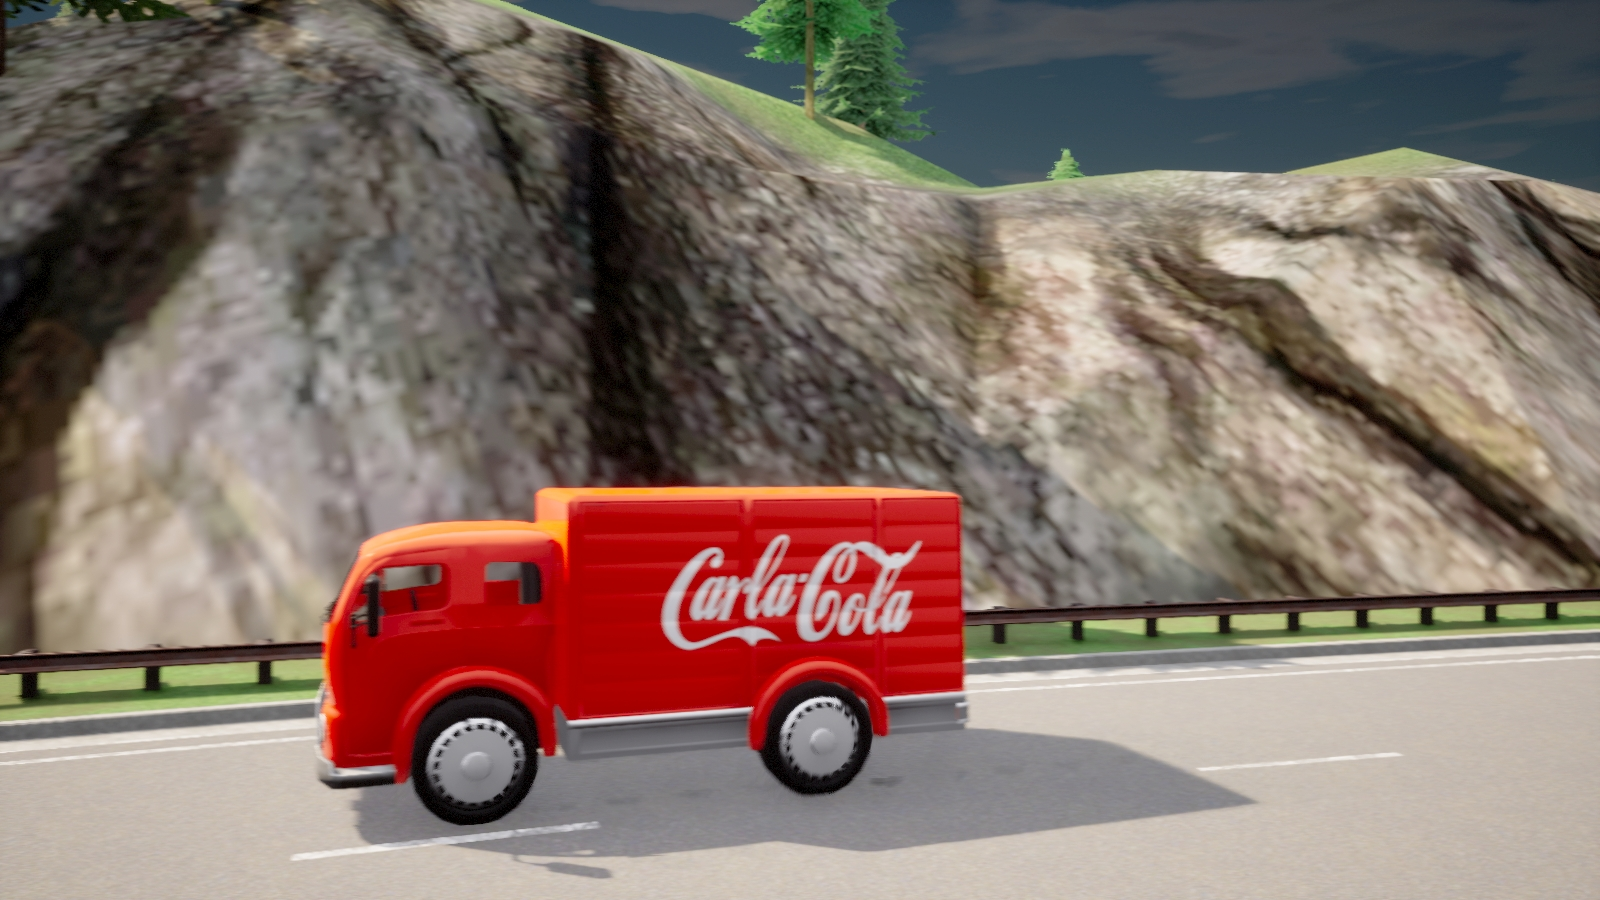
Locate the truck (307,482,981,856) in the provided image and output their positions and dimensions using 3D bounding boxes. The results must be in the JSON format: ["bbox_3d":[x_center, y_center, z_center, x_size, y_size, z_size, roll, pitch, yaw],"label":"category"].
[{"bbox_3d":[-1.371,1.564,9.970,5.204,2.467,2.627,0,0,-19],"label":"truck"}]
